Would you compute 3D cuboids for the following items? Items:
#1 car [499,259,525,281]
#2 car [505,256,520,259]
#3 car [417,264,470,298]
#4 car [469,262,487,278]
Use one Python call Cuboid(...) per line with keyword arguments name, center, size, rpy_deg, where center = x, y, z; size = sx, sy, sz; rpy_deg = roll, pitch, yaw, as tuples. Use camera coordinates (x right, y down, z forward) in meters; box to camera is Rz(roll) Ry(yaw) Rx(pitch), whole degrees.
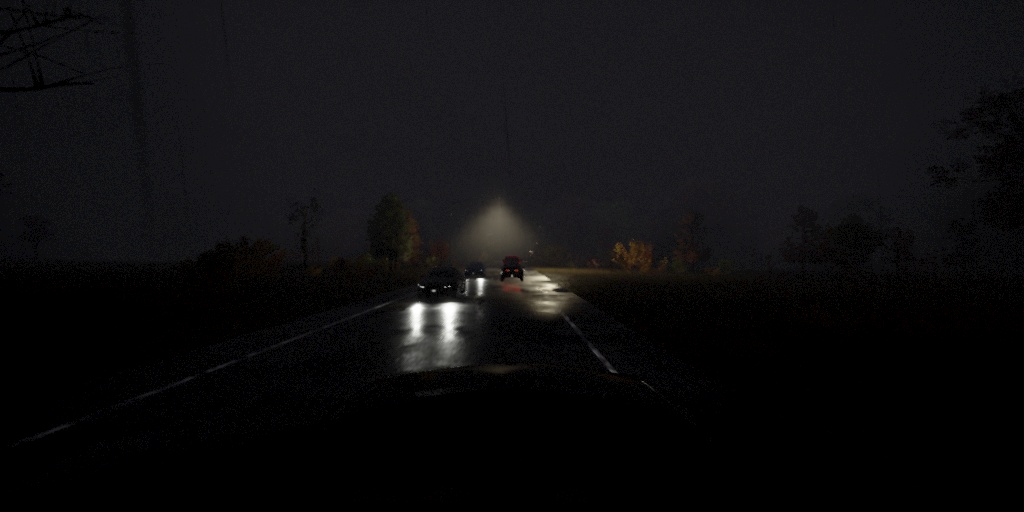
Cuboid(name="car", center=(0.010, 1.258, 29.925), size=(1.837, 1.490, 4.892), rpy_deg=(0, 0, 0))
Cuboid(name="car", center=(0.027, 0.985, 42.136), size=(2.150, 2.045, 5.566), rpy_deg=(0, 0, 0))
Cuboid(name="car", center=(-3.496, 1.307, 18.436), size=(1.837, 1.490, 4.892), rpy_deg=(0, 0, 0))
Cuboid(name="car", center=(-3.492, 1.280, 34.638), size=(1.812, 1.442, 4.674), rpy_deg=(0, 0, 0))
